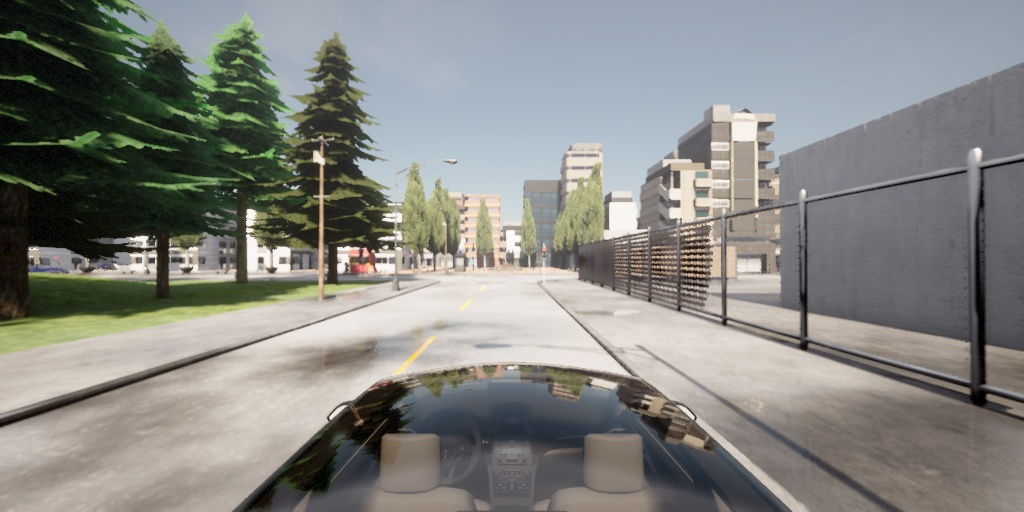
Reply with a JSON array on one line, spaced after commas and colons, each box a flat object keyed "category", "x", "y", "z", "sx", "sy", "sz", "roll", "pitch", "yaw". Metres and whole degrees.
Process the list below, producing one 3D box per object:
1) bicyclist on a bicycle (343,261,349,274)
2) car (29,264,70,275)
[{"category": "bicyclist on a bicycle", "x": -21.560, "y": 1.517, "z": 46.583, "sx": 0.582, "sy": 1.620, "sz": 1.656, "roll": 0, "pitch": 0, "yaw": 0}, {"category": "car", "x": -50.248, "y": 1.616, "z": 38.288, "sx": 4.674, "sy": 1.442, "sz": 1.812, "roll": 0, "pitch": -1, "yaw": 0}]
